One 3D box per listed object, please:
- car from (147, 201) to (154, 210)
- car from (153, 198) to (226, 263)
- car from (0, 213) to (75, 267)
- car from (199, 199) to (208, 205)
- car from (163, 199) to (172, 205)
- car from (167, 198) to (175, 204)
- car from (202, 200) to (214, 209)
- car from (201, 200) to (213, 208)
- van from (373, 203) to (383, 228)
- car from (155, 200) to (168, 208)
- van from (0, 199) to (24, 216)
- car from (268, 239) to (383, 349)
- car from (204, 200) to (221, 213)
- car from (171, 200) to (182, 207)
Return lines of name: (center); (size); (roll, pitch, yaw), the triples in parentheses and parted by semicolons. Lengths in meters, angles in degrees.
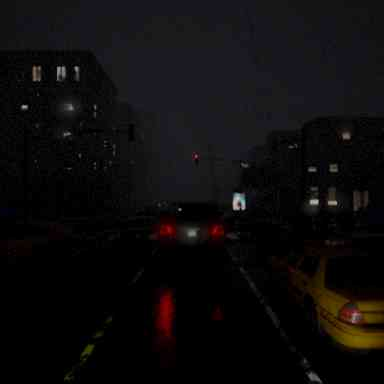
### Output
car: (-5.686, 2.028, 50.207); (2.008, 1.369, 4.403); (0, -1, 0)
car: (0.009, 1.340, 12.570); (2.150, 2.045, 5.566); (0, 0, 0)
car: (-5.694, 1.635, 11.887); (1.752, 1.417, 4.829); (0, -1, 0)
car: (2.700, 2.323, 78.700); (2.008, 1.369, 4.403); (-1, -1, 0)
car: (-5.681, 2.296, 78.519); (1.752, 1.417, 4.829); (0, -1, 0)
car: (-5.680, 2.336, 90.082); (1.967, 1.590, 4.097); (-1, -1, 0)
car: (2.695, 2.117, 55.914); (1.802, 1.307, 4.206); (0, -1, 0)
car: (2.696, 2.144, 61.611); (2.008, 1.369, 4.403); (0, -1, 0)
van: (14.662, 1.618, 22.815); (3.998, 1.788, 1.690); (0, 0, 0)
car: (-5.684, 2.144, 61.600); (2.008, 1.369, 4.403); (0, -1, 0)
van: (-17.758, 1.568, 30.962); (3.998, 1.788, 1.690); (0, 0, 0)
car: (2.686, 1.586, 6.525); (1.752, 1.417, 4.829); (0, -1, 0)
car: (2.692, 1.859, 44.522); (1.967, 1.590, 4.097); (0, -1, 0)
car: (-2.993, 2.238, 65.974); (1.895, 1.301, 4.718); (0, -1, 0)
